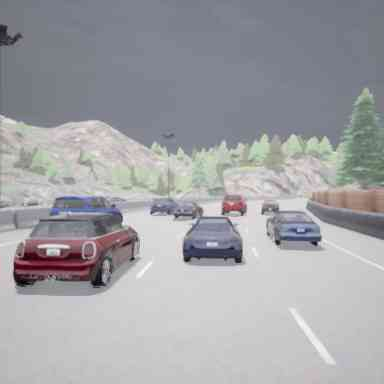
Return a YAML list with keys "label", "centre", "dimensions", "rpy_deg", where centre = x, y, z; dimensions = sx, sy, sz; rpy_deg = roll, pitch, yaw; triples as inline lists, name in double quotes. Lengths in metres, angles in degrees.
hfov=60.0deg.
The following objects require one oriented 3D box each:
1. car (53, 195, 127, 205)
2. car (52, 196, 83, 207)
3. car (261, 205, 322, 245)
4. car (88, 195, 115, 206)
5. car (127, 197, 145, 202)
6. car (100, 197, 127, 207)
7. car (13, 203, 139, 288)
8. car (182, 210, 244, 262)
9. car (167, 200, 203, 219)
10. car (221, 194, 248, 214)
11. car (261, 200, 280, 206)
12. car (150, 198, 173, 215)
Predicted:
- label: "car"
  centre: [-5.612, 1.228, 18.172]
  dimensions: [2.150, 2.045, 5.566]
  rpy_deg: [0, 0, 7]
- label: "car"
  centre: [-19.578, 1.487, 52.585]
  dimensions: [1.882, 1.535, 5.008]
  rpy_deg: [0, 0, 18]
- label: "car"
  centre: [4.616, 1.575, 15.682]
  dimensions: [2.033, 1.411, 5.357]
  rpy_deg: [0, 0, 7]
- label: "car"
  centre: [-14.980, 1.376, 55.271]
  dimensions: [2.097, 1.767, 4.553]
  rpy_deg: [0, 0, 19]
- label: "car"
  centre: [-8.867, 1.559, 51.558]
  dimensions: [1.812, 1.442, 4.674]
  rpy_deg: [0, 0, 19]
- label: "car"
  centre: [-12.252, 1.532, 52.492]
  dimensions: [1.837, 1.490, 4.892]
  rpy_deg: [0, 0, 19]
- label: "car"
  centre: [-2.939, 1.355, 9.496]
  dimensions: [2.097, 1.767, 4.553]
  rpy_deg: [0, 0, 4]
- label: "car"
  centre: [0.795, 1.579, 12.256]
  dimensions: [1.994, 1.385, 4.181]
  rpy_deg: [0, 0, 5]
- label: "car"
  centre: [-0.244, 1.578, 29.380]
  dimensions: [2.033, 1.411, 5.357]
  rpy_deg: [0, 0, 12]
- label: "car"
  centre: [4.373, 1.268, 33.882]
  dimensions: [2.150, 2.045, 5.566]
  rpy_deg: [0, 0, 14]
- label: "car"
  centre: [8.440, 1.583, 35.632]
  dimensions: [1.812, 1.442, 4.674]
  rpy_deg: [0, 0, 15]
- label: "car"
  centre: [-2.664, 1.382, 34.404]
  dimensions: [2.097, 1.767, 4.553]
  rpy_deg: [0, 0, 13]
